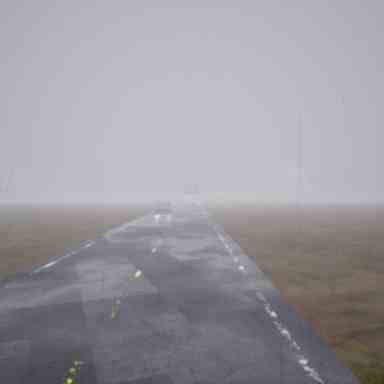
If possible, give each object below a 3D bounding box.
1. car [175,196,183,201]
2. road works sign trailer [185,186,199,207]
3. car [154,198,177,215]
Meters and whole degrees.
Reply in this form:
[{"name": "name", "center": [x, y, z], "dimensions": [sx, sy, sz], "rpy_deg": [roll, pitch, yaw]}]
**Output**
[{"name": "car", "center": [-3.030, 1.610, 77.901], "dimensions": [1.812, 1.442, 4.674], "rpy_deg": [0, 0, 0]}, {"name": "road works sign trailer", "center": [-0.022, 0.751, 58.542], "dimensions": [2.380, 3.560, 2.880], "rpy_deg": [0, 0, 0]}, {"name": "car", "center": [-3.106, 1.730, 37.469], "dimensions": [2.033, 1.411, 5.357], "rpy_deg": [0, 0, 0]}]
